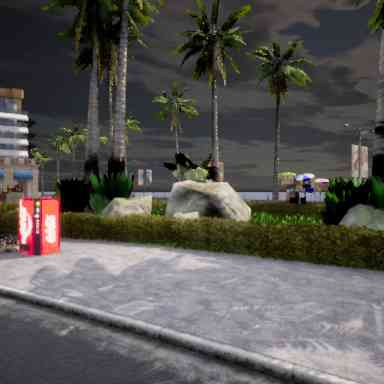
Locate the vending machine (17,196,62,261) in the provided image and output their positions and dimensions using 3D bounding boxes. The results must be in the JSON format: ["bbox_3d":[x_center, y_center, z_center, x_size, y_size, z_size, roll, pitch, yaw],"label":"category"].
[{"bbox_3d":[-5.242,1.193,11.447,0.880,2.100,1.100,0,0,28],"label":"vending machine"}]
